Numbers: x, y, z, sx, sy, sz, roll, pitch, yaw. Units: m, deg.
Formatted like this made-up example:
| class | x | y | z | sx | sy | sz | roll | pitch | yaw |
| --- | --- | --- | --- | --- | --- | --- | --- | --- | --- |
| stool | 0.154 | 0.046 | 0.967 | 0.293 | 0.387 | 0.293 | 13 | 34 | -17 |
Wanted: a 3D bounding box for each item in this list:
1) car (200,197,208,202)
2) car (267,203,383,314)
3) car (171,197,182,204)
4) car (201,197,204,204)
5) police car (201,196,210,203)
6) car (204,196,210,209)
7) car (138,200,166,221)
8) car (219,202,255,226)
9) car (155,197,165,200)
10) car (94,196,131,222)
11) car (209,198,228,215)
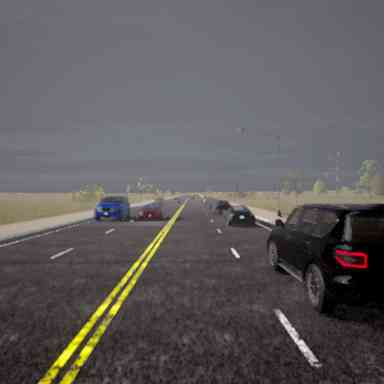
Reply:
| class | x | y | z | sx | sy | sz | roll | pitch | yaw |
| --- | --- | --- | --- | --- | --- | --- | --- | --- | --- |
| car | 3.266 | 1.950 | 91.581 | 1.895 | 1.301 | 4.718 | 0 | 0 | 0 |
| car | 3.351 | 1.254 | 7.804 | 2.150 | 2.045 | 5.566 | 0 | 0 | 0 |
| car | -3.238 | 1.780 | 70.649 | 1.812 | 1.442 | 4.674 | 0 | 0 | 0 |
| car | 3.260 | 1.738 | 58.581 | 2.163 | 1.488 | 4.792 | 0 | 0 | 0 |
| police car | 3.264 | 1.820 | 80.552 | 2.038 | 1.542 | 4.974 | 0 | 0 | 0 |
| car | 3.258 | 1.695 | 47.581 | 2.163 | 1.488 | 4.792 | 0 | 0 | 0 |
| car | -3.341 | 1.679 | 28.292 | 1.994 | 1.385 | 4.181 | 0 | 0 | 0 |
| car | 3.358 | 1.663 | 24.352 | 1.994 | 1.385 | 4.181 | 0 | 0 | 0 |
| car | -6.493 | 1.776 | 67.620 | 2.128 | 1.511 | 4.902 | 0 | 0 | 0 |
| car | -6.593 | 1.340 | 28.267 | 2.150 | 2.045 | 5.566 | 0 | -1 | 0 |
| car | 3.257 | 1.652 | 36.552 | 1.837 | 1.490 | 4.892 | 0 | 0 | 0 |
